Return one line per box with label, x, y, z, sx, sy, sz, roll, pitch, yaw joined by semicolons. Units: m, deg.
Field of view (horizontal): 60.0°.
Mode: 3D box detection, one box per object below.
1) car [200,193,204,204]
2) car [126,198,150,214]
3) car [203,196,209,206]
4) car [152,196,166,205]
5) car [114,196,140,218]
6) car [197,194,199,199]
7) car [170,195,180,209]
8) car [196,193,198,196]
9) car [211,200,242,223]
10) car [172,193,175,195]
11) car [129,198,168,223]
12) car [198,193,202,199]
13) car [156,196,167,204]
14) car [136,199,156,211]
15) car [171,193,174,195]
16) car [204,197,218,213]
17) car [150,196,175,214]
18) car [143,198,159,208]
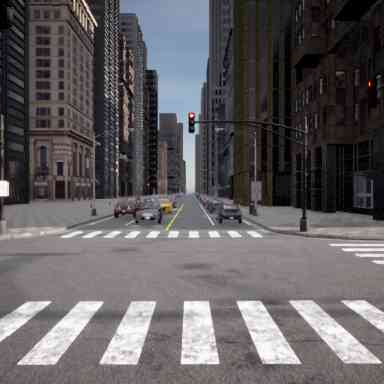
car;2.724;1.449;53.323;1.967;1.590;4.097;0;0;0
car;-5.790;1.444;36.387;1.967;1.590;4.097;0;0;0
car;2.732;1.550;42.042;1.887;1.381;4.507;0;0;0
car;-5.805;1.452;58.949;1.967;1.590;4.097;0;0;0
car;-5.786;1.317;30.746;2.192;1.841;5.009;0;0;0
car;2.709;1.569;75.885;1.887;1.381;4.507;0;0;0
car;-3.119;1.512;46.534;1.837;1.490;4.892;0;0;0
car;2.701;1.561;87.337;1.752;1.417;4.829;0;0;0
car;2.743;1.552;25.120;2.008;1.369;4.403;0;0;0
car;-5.820;1.554;81.342;1.752;1.417;4.829;0;0;0
car;-3.169;1.493;25.188;2.128;1.511;4.902;0;0;-3
car;2.716;1.456;64.604;1.967;1.590;4.097;0;0;0
car;-5.809;1.541;64.420;1.752;1.417;4.829;0;0;0
car;-5.793;1.571;42.028;1.947;1.339;4.313;0;0;0
car;-5.816;1.590;75.871;1.947;1.339;4.313;0;0;0
car;2.736;1.554;36.402;2.008;1.369;4.403;0;0;0
car;-3.124;1.481;35.315;1.882;1.535;5.008;0;0;0
car;-5.797;1.589;47.668;1.802;1.307;4.206;0;0;0
